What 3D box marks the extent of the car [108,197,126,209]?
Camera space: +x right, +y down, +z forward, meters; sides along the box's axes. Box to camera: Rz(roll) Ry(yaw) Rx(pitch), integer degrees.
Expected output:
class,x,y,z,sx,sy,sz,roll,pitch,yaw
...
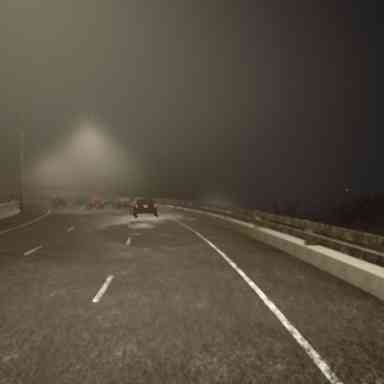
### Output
class,x,y,z,sx,sy,sz,roll,pitch,yaw
car,-9.142,1.456,43.797,2.033,1.411,5.357,0,0,-25

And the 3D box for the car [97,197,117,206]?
class,x,y,z,sx,sy,sz,roll,pitch,yaw
car,-13.752,1.497,53.378,1.895,1.301,4.718,0,0,-31

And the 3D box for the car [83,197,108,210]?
class,x,y,z,sx,sy,sz,roll,pitch,yaw
car,-12.461,1.447,42.671,1.812,1.442,4.674,0,0,-25

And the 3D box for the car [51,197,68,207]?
class,x,y,z,sx,sy,sz,roll,pitch,yaw
car,-19.953,1.450,50.128,1.812,1.442,4.674,0,0,-30

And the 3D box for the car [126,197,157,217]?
class,x,y,z,sx,sy,sz,roll,pitch,yaw
car,-4.580,1.282,30.732,2.097,1.767,4.553,0,0,-16

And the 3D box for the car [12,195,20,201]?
class,x,y,z,sx,sy,sz,roll,pitch,yaw
car,-40.989,1.414,77.306,4.892,1.490,1.837,0,0,43

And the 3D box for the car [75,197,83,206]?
class,x,y,z,sx,sy,sz,roll,pitch,yaw
car,-16.807,1.436,51.676,1.812,1.442,4.674,0,0,-31
